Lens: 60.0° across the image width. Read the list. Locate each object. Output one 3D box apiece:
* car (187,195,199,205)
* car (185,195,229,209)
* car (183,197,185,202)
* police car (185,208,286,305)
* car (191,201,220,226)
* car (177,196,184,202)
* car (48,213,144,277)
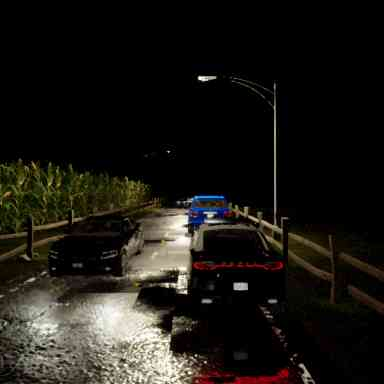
[{"bbox_3d":[0.166,1.407,60.174,2.097,1.767,4.553,0,0,0],"label":"car"},{"bbox_3d":[0.875,1.225,18.244,2.150,2.045,5.566,0,0,0],"label":"car"},{"bbox_3d":[0.156,1.624,46.274,1.895,1.301,4.718,0,0,1],"label":"car"},{"bbox_3d":[0.847,1.425,8.324,1.930,1.638,5.238,0,0,0],"label":"police car"},{"bbox_3d":[0.891,1.478,24.213,1.882,1.535,5.008,0,0,0],"label":"car"},{"bbox_3d":[-2.527,1.644,80.773,1.812,1.442,4.674,0,0,0],"label":"car"},{"bbox_3d":[-2.721,1.478,10.414,1.882,1.535,5.008,0,0,0],"label":"car"}]
